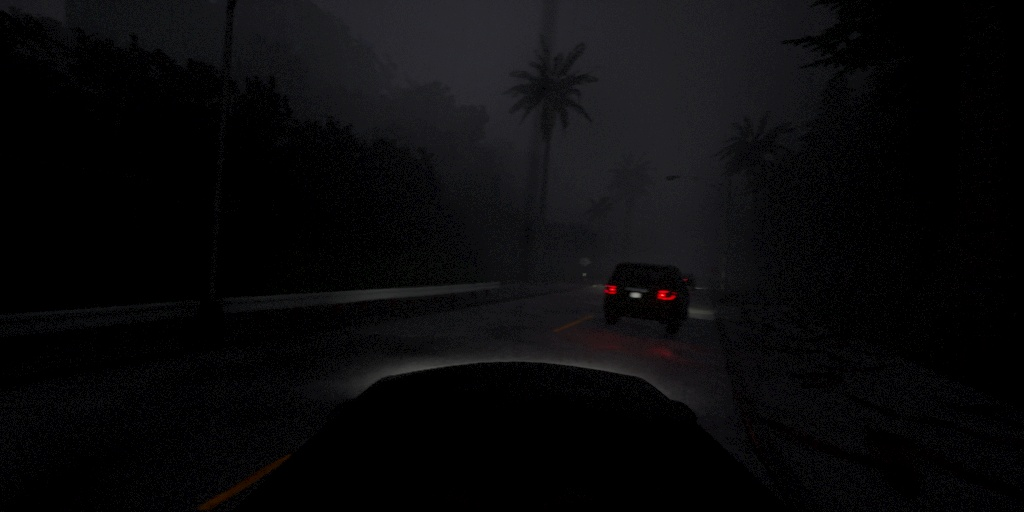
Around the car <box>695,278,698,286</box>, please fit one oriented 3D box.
[{"bbox_3d":[16.737,2.402,34.704,1.837,1.490,4.892,4,0,28],"label":"car"}]

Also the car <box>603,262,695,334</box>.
[{"bbox_3d":[4.887,1.305,12.594,2.150,2.045,5.566,4,0,30],"label":"car"}]

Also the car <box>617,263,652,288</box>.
[{"bbox_3d":[11.881,1.795,34.461,2.150,2.045,5.566,4,0,28],"label":"car"}]
